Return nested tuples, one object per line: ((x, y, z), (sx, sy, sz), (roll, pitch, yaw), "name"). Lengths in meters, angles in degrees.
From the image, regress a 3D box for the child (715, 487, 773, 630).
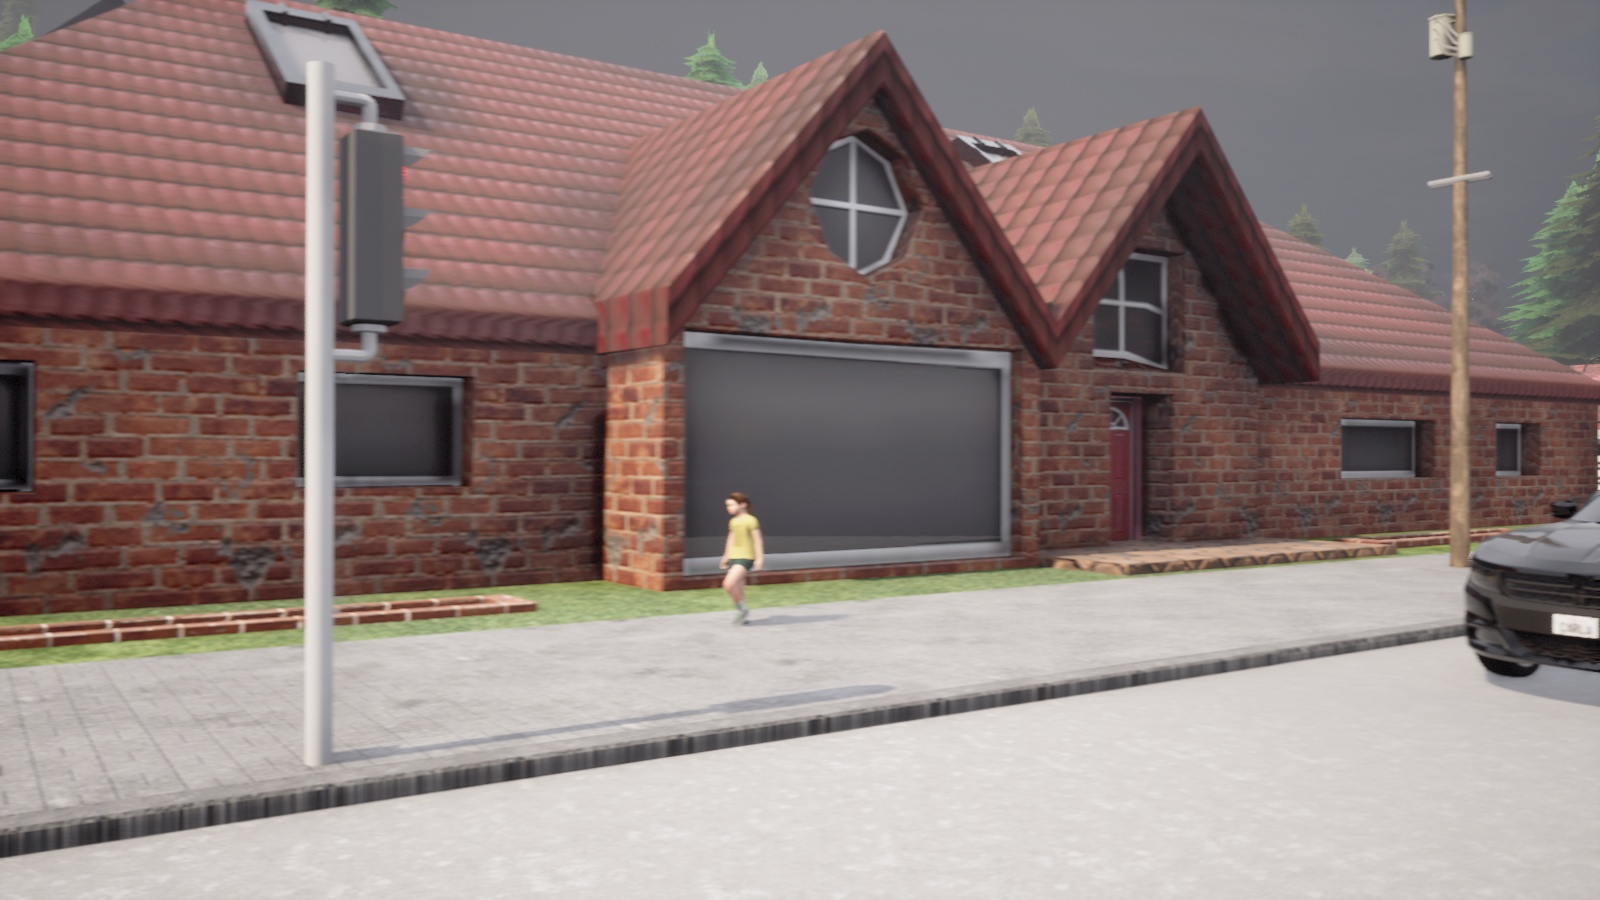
((-0.451, 0.859, 10.100), (0.394, 1.110, 0.255), (0, 0, -34), "child")

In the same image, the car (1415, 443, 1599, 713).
((6.558, 0.729, 8.646), (5.008, 1.535, 1.882), (0, 0, -33), "car")
